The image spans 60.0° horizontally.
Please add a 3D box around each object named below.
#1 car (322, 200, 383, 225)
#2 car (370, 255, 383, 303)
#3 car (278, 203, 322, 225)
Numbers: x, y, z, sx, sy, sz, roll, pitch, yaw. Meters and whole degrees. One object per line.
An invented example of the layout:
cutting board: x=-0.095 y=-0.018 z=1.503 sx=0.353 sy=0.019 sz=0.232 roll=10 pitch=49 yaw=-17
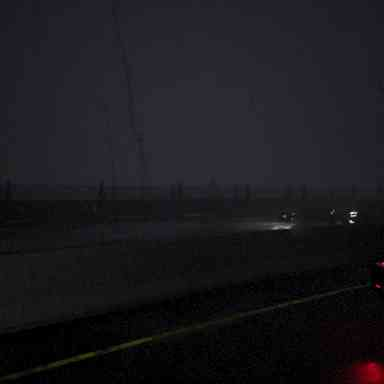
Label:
car: x=10.880 y=1.298 z=20.899 sx=4.553 sy=1.767 sz=2.097 roll=0 pitch=0 yaw=-23
car: x=5.525 y=1.483 z=6.401 sx=4.902 sy=1.511 sz=2.128 roll=0 pitch=0 yaw=-30
car: x=8.160 y=1.485 z=23.521 sx=4.181 sy=1.385 sz=1.994 roll=0 pitch=0 yaw=-24
